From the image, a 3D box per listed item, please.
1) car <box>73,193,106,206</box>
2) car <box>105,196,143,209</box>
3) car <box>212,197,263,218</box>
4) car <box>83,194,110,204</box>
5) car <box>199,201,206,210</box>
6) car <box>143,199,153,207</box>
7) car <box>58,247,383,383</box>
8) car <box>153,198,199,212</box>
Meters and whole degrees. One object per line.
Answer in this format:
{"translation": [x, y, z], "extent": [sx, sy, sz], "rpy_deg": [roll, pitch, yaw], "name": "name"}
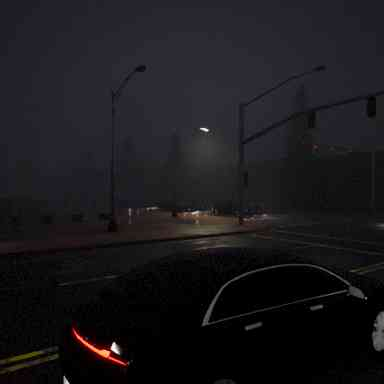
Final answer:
{"translation": [-16.664, 1.221, 54.051], "extent": [5.566, 2.045, 2.150], "rpy_deg": [0, 0, 20], "name": "car"}
{"translation": [-9.429, 1.526, 45.785], "extent": [4.674, 1.442, 1.812], "rpy_deg": [0, 0, 36], "name": "car"}
{"translation": [3.840, 1.505, 30.883], "extent": [1.837, 1.490, 4.892], "rpy_deg": [0, 0, -36], "name": "car"}
{"translation": [-17.799, 1.352, 61.932], "extent": [4.553, 1.767, 2.097], "rpy_deg": [0, 0, 19], "name": "car"}
{"translation": [-0.311, 1.505, 41.936], "extent": [1.837, 1.490, 4.892], "rpy_deg": [0, 0, -41], "name": "car"}
{"translation": [-7.659, 1.564, 48.762], "extent": [4.181, 1.385, 1.994], "rpy_deg": [0, 0, 35], "name": "car"}
{"translation": [0.858, 1.505, 4.408], "extent": [4.892, 1.490, 1.837], "rpy_deg": [0, 0, -35], "name": "car"}
{"translation": [-1.964, 1.547, 38.708], "extent": [2.033, 1.411, 5.357], "rpy_deg": [0, 0, -39], "name": "car"}
